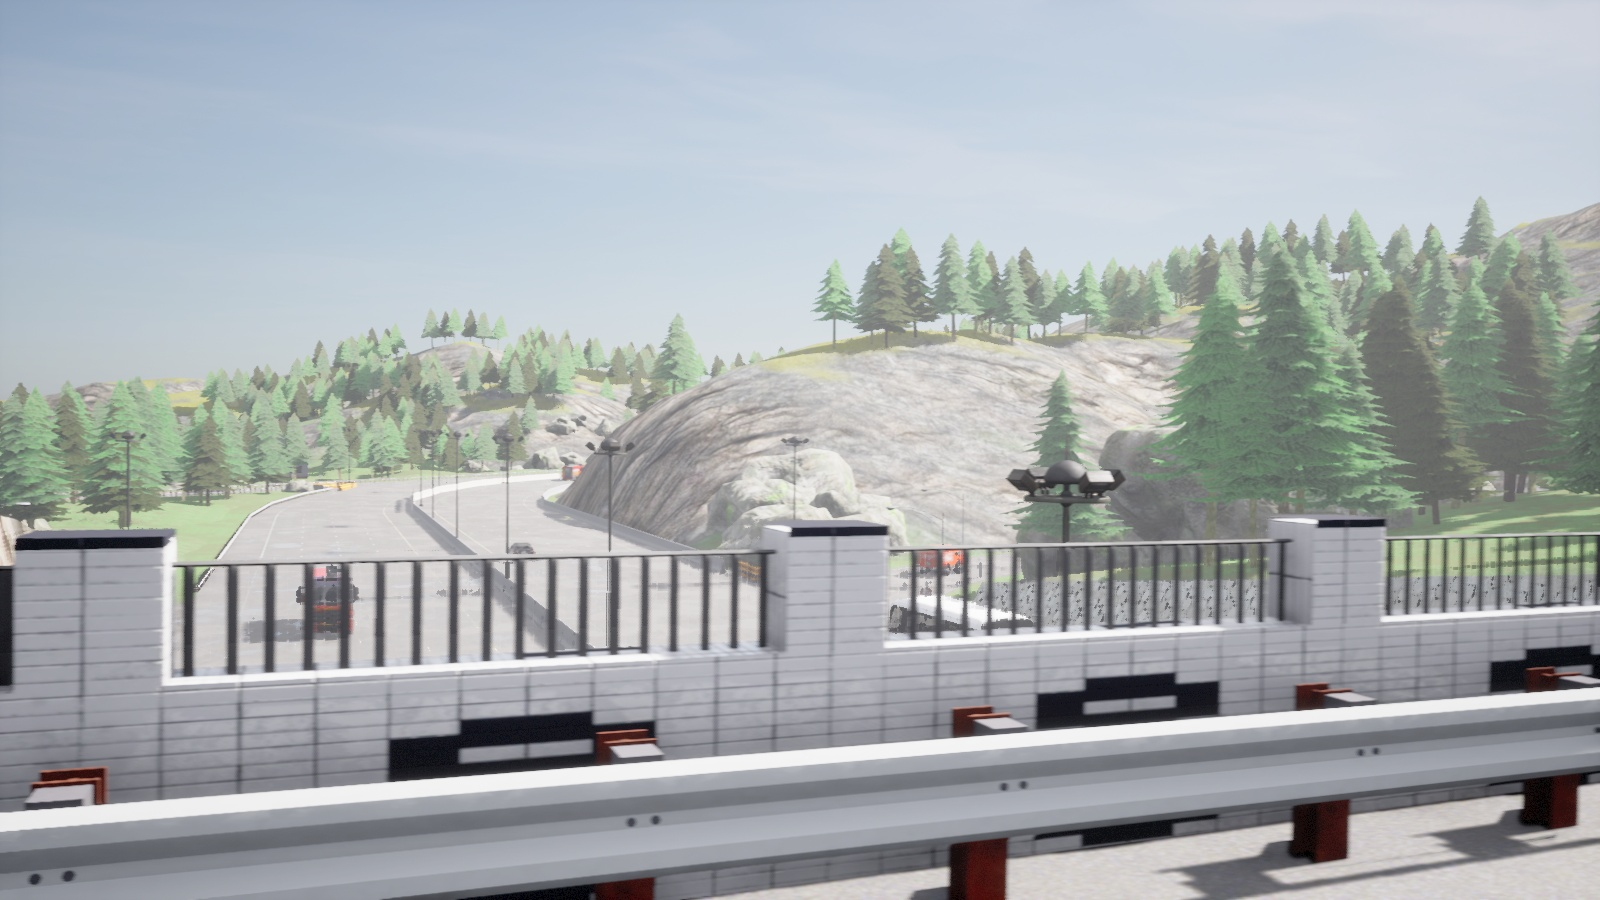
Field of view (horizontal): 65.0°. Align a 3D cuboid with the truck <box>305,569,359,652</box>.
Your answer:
[{"bbox_3d":[-28.761,9.691,77.020,2.891,3.827,8.468,-1,1,-21],"label":"truck"}]

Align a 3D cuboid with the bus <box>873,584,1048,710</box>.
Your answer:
[{"bbox_3d":[7.532,9.303,61.019,3.944,4.253,10.273,-1,1,-21],"label":"bus"}]
